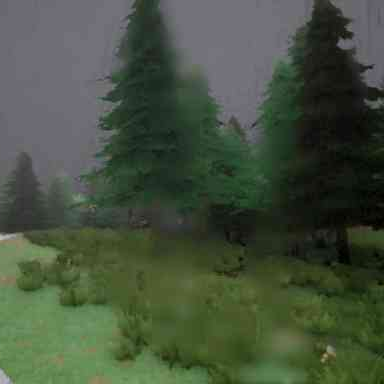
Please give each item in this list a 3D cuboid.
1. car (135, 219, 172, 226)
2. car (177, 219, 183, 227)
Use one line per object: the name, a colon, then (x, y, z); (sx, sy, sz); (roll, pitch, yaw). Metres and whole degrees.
car: (-5.206, 4.486, 43.307); (1.882, 1.535, 5.008); (-7, -11, 38)
car: (-3.270, 5.081, 49.901); (5.566, 2.045, 2.150); (6, -9, -39)
